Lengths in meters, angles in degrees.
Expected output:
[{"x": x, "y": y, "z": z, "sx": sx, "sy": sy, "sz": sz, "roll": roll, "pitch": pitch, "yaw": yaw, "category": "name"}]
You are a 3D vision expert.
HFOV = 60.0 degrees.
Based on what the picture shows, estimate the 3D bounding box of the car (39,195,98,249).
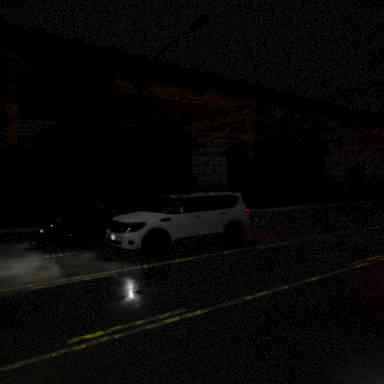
[{"x": -3.505, "y": 1.069, "z": 14.350, "sx": 5.566, "sy": 2.045, "sz": 2.150, "roll": -2, "pitch": 1, "yaw": -35, "category": "car"}]

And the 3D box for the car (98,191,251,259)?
[{"x": -0.290, "y": 1.035, "z": 12.331, "sx": 5.566, "sy": 2.045, "sz": 2.150, "roll": -2, "pitch": 1, "yaw": -35, "category": "car"}]
